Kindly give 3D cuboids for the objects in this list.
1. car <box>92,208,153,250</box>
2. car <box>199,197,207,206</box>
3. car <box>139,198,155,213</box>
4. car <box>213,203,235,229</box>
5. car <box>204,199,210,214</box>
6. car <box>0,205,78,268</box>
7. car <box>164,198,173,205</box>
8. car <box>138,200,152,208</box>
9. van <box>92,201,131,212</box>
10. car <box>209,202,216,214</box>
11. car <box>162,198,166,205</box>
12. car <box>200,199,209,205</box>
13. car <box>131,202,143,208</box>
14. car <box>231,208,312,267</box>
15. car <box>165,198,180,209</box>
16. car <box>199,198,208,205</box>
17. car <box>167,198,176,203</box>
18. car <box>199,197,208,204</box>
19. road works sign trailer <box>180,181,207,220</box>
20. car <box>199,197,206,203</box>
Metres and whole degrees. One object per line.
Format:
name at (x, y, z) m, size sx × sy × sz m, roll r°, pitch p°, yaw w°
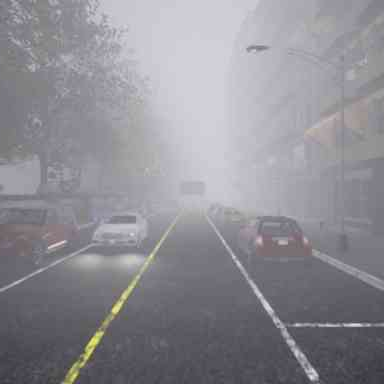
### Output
car at (-3.078, 1.653, 15.162) m, size 1.812 × 1.442 × 4.674 m, roll 0°, pitch 0°, yaw 0°
car at (2.790, 2.159, 68.113) m, size 1.887 × 1.381 × 4.507 m, roll 0°, pitch -1°, yaw 0°
car at (-5.632, 1.662, 39.978) m, size 2.192 × 1.841 × 5.009 m, roll 0°, pitch -1°, yaw 0°
car at (2.724, 1.723, 23.242) m, size 1.752 × 1.417 × 4.829 m, roll 0°, pitch -1°, yaw 0°
car at (2.748, 1.914, 39.964) m, size 1.947 × 1.339 × 4.313 m, roll 0°, pitch -1°, yaw 0°
car at (-5.673, 1.413, 11.826) m, size 2.192 × 1.841 × 5.009 m, roll 0°, pitch 0°, yaw 0°
car at (-5.574, 2.166, 79.384) m, size 1.967 × 1.590 × 4.097 m, roll 0°, pitch -1°, yaw 0°
car at (-5.640, 1.841, 34.344) m, size 1.887 × 1.381 × 4.507 m, roll 0°, pitch -1°, yaw 0°
van at (-5.657, 1.537, 23.085) m, size 1.690 × 1.788 × 3.998 m, roll 0°, pitch 0°, yaw 0°
car at (2.732, 1.829, 28.702) m, size 1.802 × 1.307 × 4.206 m, roll 0°, pitch -1°, yaw 0°
car at (-5.582, 2.110, 73.756) m, size 1.967 × 1.590 × 4.097 m, roll 0°, pitch -1°, yaw 0°
car at (2.798, 2.215, 73.743) m, size 1.887 × 1.381 × 4.507 m, roll 0°, pitch -1°, yaw 0°
car at (-5.649, 1.828, 28.713) m, size 1.802 × 1.307 × 4.206 m, roll 0°, pitch -1°, yaw 0°
car at (2.707, 1.539, 11.812) m, size 1.967 × 1.590 × 4.097 m, roll 0°, pitch 0°, yaw 0°
car at (-2.980, 1.977, 56.351) m, size 1.882 × 1.535 × 5.008 m, roll 0°, pitch -1°, yaw 1°
car at (2.807, 2.167, 79.373) m, size 1.967 × 1.590 × 4.097 m, roll 0°, pitch -1°, yaw 0°
car at (-5.557, 2.390, 90.644) m, size 2.008 × 1.369 × 4.403 m, roll 0°, pitch -1°, yaw 0°
car at (2.814, 2.098, 85.004) m, size 2.192 × 1.841 × 5.009 m, roll 0°, pitch -1°, yaw 0°
road works sign trailer at (0.047, 0.738, 31.737) m, size 2.380 × 3.560 × 2.880 m, roll 0°, pitch -1°, yaw 0°
car at (2.823, 2.280, 90.634) m, size 1.967 × 1.590 × 4.097 m, roll 0°, pitch -1°, yaw 0°
